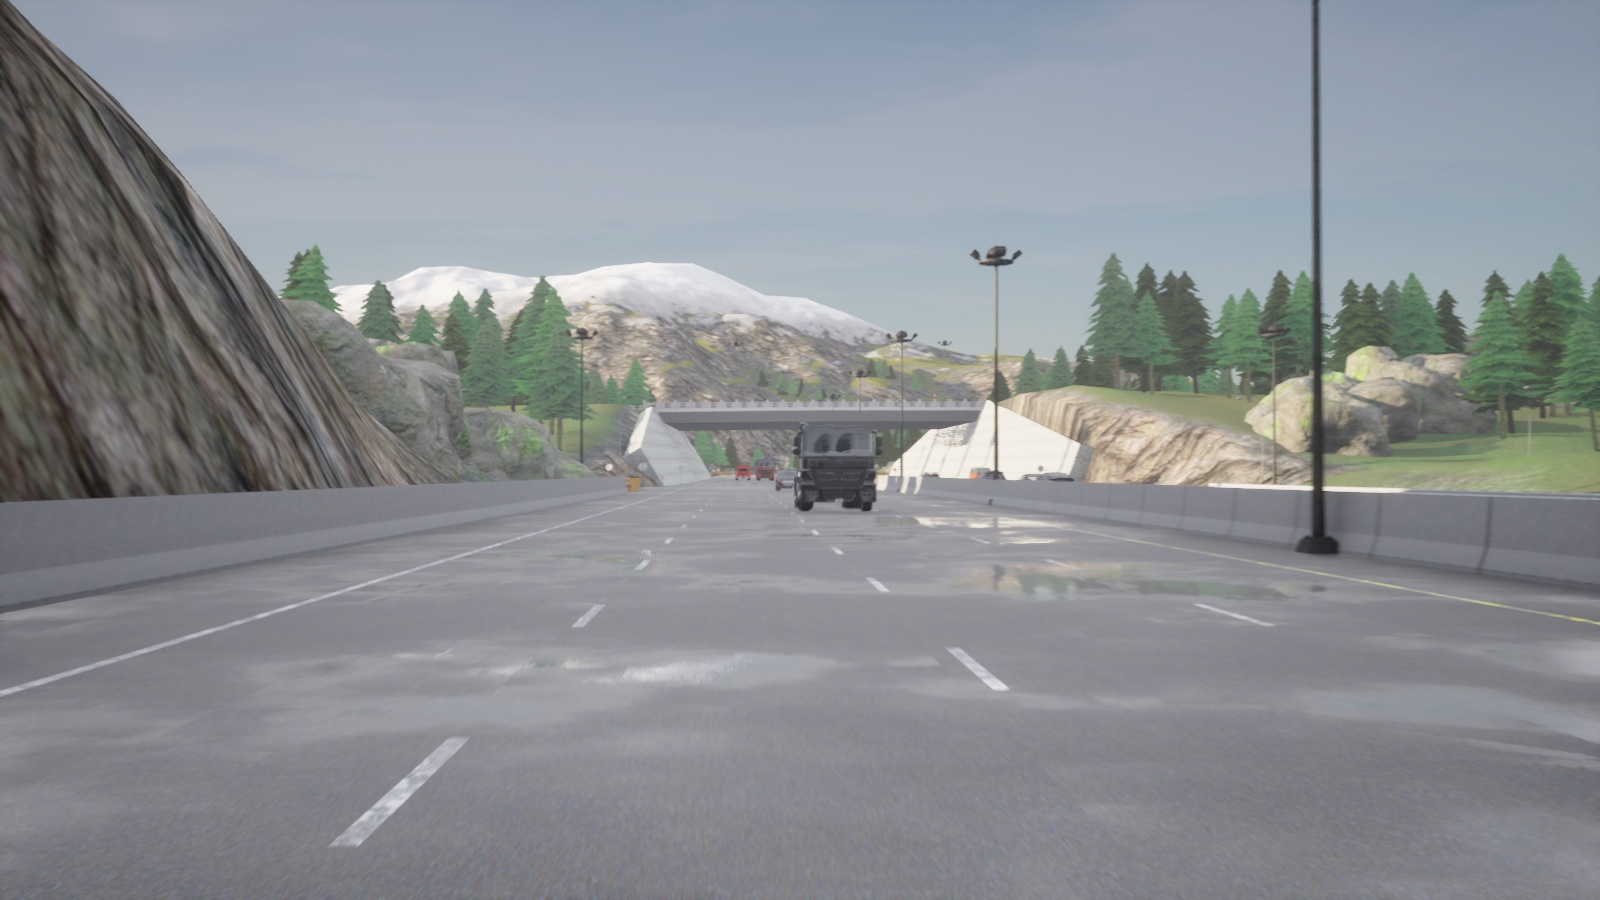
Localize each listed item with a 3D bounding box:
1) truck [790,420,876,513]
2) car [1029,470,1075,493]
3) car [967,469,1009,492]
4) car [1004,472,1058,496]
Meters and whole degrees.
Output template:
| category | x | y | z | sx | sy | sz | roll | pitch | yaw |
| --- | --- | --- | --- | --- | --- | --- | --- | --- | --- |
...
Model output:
| category | x | y | z | sx | sy | sz | roll | pitch | yaw |
| --- | --- | --- | --- | --- | --- | --- | --- | --- | --- |
| truck | 1.209 | 0.677 | 51.045 | 2.891 | 3.462 | 7.936 | 0 | -1 | -3 |
| car | 17.109 | 2.113 | 85.508 | 1.882 | 1.535 | 5.008 | 0 | -1 | -3 |
| car | 13.407 | 2.158 | 89.701 | 2.033 | 1.649 | 4.856 | 0 | -1 | -3 |
| car | 14.028 | 2.052 | 76.547 | 2.033 | 1.411 | 5.357 | 0 | -1 | -3 |
